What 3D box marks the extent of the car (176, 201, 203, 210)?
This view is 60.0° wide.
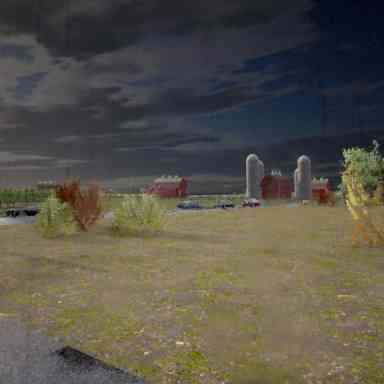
[{"bbox_3d":[-0.327,2.079,53.165,2.033,1.411,5.357,-1,-1,36],"label":"car"}]

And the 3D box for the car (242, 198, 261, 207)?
[{"bbox_3d":[11.417,1.989,63.318,2.097,1.767,4.553,-1,-1,36],"label":"car"}]

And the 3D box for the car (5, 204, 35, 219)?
[{"bbox_3d":[-15.386,1.852,32.383,1.895,1.301,4.718,-1,-1,37],"label":"car"}]

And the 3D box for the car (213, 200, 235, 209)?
[{"bbox_3d":[5.409,2.014,54.916,2.128,1.511,4.902,-1,-1,36],"label":"car"}]
